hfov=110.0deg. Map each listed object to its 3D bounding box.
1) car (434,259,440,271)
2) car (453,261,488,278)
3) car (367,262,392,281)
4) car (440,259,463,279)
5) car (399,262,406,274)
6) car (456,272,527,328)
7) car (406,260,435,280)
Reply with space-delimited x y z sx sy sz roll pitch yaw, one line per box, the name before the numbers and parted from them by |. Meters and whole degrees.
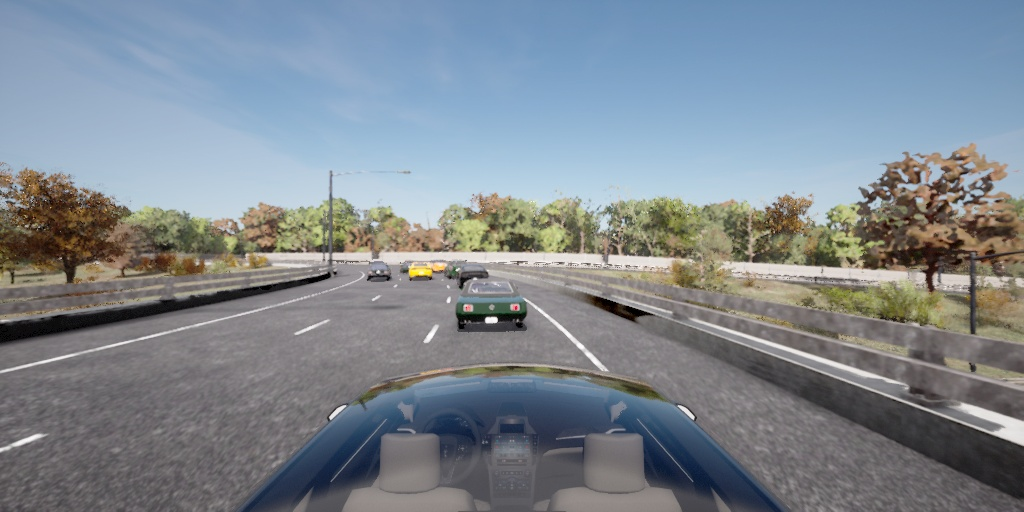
car | -9.581 1.210 45.840 2.097 1.767 4.553 0 0 -22
car | -2.719 1.281 24.168 1.882 1.535 5.008 0 -1 -12
car | -11.770 1.377 31.855 2.033 1.411 5.357 0 0 -18
car | -5.311 1.181 34.360 2.097 1.767 4.553 0 0 -17
car | -12.828 1.424 44.577 1.994 1.385 4.181 0 0 -23
car | -0.731 1.373 11.488 1.895 1.301 4.718 0 0 -5
car | -8.388 1.306 32.652 1.882 1.535 5.008 0 -1 -17
